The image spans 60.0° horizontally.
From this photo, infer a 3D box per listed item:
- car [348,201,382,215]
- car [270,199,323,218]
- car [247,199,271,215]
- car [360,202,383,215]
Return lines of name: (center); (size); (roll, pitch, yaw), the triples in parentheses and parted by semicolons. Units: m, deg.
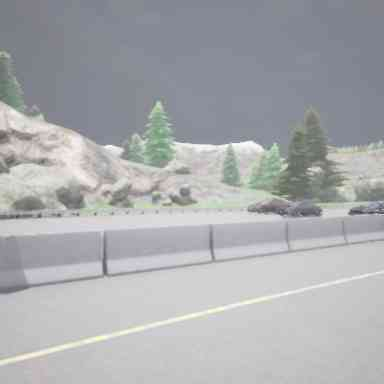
car: (15.944, 1.512, 28.496); (5.357, 1.411, 2.033); (0, 0, -24)
car: (9.448, 1.484, 29.338); (4.181, 1.385, 1.994); (0, 0, -26)
car: (7.583, 1.420, 32.329); (4.674, 1.442, 1.812); (0, 0, -26)
car: (14.943, 1.579, 24.218); (4.718, 1.301, 1.895); (0, 0, -24)
